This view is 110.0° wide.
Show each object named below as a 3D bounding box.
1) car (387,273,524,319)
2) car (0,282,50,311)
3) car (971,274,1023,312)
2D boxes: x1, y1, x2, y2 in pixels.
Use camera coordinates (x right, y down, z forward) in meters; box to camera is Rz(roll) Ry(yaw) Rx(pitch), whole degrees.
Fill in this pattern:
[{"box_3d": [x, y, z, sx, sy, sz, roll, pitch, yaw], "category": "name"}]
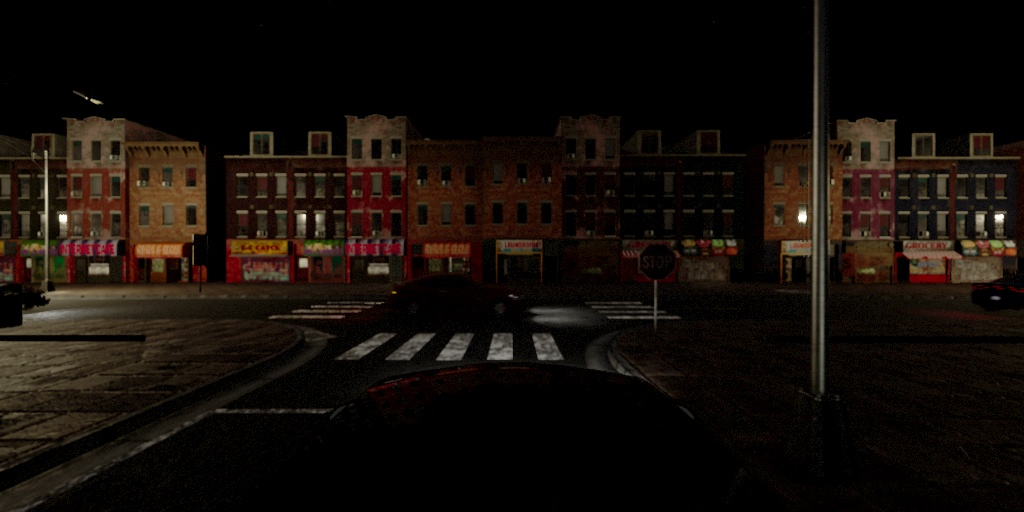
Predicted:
[{"box_3d": [-1.929, 1.334, 12.578, 4.674, 1.442, 1.812, 0, 0, 0], "category": "car"}, {"box_3d": [-19.968, 1.366, 12.635, 5.357, 1.411, 2.033, 0, 0, 0], "category": "car"}, {"box_3d": [19.355, 1.319, 12.519, 5.008, 1.535, 1.882, 0, 0, 0], "category": "car"}]
